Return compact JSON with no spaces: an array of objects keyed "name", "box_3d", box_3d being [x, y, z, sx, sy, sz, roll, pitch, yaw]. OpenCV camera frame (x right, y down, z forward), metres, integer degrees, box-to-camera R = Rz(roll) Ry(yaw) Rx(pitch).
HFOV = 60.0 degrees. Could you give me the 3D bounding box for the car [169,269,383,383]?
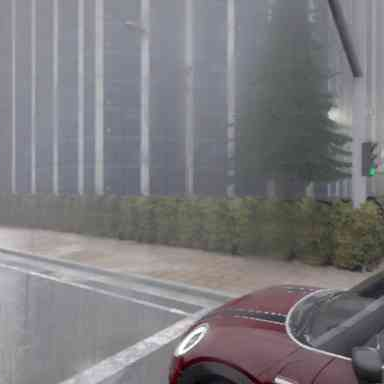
[{"name":"car","box_3d":[1.986,1.353,2.576,4.553,1.767,2.097,0,0,35]}]
